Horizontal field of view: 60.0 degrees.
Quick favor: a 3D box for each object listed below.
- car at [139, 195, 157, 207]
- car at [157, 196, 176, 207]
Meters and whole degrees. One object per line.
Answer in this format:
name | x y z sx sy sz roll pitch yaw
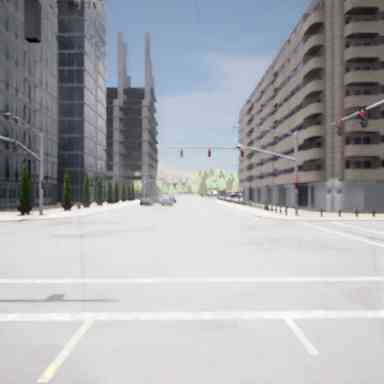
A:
car | -7.575 1.677 55.458 2.033 1.411 5.357 0 0 -1
car | -4.147 1.676 55.156 2.033 1.411 5.357 0 0 0
